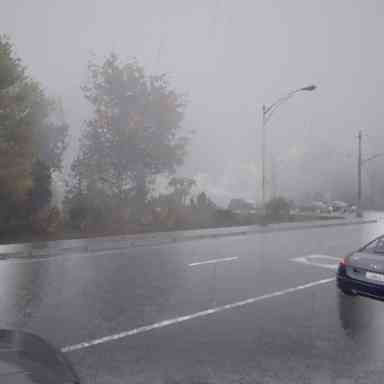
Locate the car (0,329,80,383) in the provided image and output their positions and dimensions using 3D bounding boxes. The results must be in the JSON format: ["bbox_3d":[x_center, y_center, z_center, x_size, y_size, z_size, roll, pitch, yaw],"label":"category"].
[{"bbox_3d":[-3.033,1.505,1.581,4.892,1.490,1.837,0,0,-36],"label":"car"}]

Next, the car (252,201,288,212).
[{"bbox_3d":[11.206,2.113,47.859,2.128,1.511,4.902,0,-3,-32],"label":"car"}]

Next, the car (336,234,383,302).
[{"bbox_3d":[5.129,1.574,7.412,4.181,1.385,1.994,0,0,-34],"label":"car"}]

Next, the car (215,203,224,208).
[{"bbox_3d":[4.675,2.738,58.243,2.128,1.511,4.902,0,-3,-32],"label":"car"}]

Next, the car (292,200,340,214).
[{"bbox_3d":[13.559,1.741,37.556,2.128,1.511,4.902,0,-2,-32],"label":"car"}]

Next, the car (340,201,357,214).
[{"bbox_3d":[16.739,1.741,39.058,2.128,1.511,4.902,0,-2,-34],"label":"car"}]

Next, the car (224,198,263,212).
[{"bbox_3d":[7.487,1.899,47.194,2.150,2.045,5.566,0,-3,-32],"label":"car"}]
